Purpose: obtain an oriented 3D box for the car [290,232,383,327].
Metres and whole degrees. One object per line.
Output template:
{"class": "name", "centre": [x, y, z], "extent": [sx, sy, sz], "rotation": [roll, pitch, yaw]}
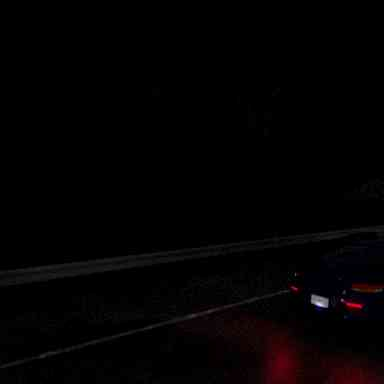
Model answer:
{"class": "car", "centre": [3.855, 1.525, 6.498], "extent": [4.674, 1.442, 1.812], "rotation": [0, 0, -36]}
